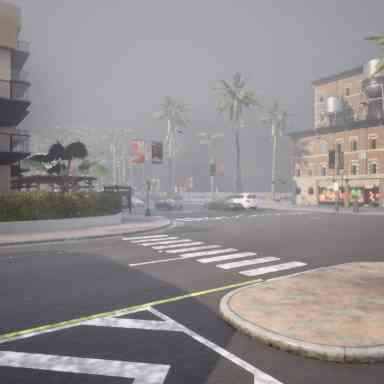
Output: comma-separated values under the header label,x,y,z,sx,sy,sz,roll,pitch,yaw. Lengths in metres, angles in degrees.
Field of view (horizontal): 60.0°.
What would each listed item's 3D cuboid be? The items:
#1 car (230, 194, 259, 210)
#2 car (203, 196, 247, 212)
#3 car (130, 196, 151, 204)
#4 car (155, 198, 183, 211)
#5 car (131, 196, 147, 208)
label,x,y,z,sx,sy,sz,roll,pitch,yaw
car,5.796,1.221,41.518,2.150,2.045,5.566,0,0,-35
car,3.491,1.547,38.708,2.033,1.411,5.357,0,0,-35
car,-9.935,1.491,63.873,2.128,1.511,4.902,0,0,-36
car,-3.007,1.526,41.544,1.812,1.442,4.674,0,0,-35
car,-8.815,1.526,49.846,1.812,1.442,4.674,0,0,-35
